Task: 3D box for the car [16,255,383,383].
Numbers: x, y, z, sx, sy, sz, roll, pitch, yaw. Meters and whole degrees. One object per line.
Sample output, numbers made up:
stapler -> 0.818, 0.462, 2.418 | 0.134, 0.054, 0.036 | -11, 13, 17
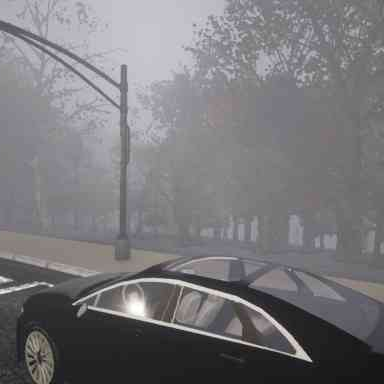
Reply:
car -> -0.006, 1.491, 3.705 | 4.902, 1.511, 2.128 | 0, 0, 34
